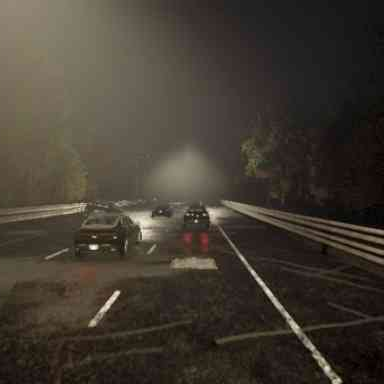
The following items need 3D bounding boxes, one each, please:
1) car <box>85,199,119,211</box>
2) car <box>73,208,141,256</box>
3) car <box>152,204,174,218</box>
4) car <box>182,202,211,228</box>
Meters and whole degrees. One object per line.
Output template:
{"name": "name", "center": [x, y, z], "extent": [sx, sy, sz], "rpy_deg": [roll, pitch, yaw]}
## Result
{"name": "car", "center": [-6.533, 1.429, 25.276], "extent": [2.128, 1.511, 4.902], "rpy_deg": [12, -7, 2]}
{"name": "car", "center": [-3.317, 1.643, 13.717], "extent": [1.837, 1.490, 4.892], "rpy_deg": [0, -1, 0]}
{"name": "car", "center": [-2.999, 1.913, 34.547], "extent": [1.994, 1.385, 4.181], "rpy_deg": [0, -1, 1]}
{"name": "car", "center": [0.311, 1.746, 24.161], "extent": [2.128, 1.511, 4.902], "rpy_deg": [0, -1, 1]}
